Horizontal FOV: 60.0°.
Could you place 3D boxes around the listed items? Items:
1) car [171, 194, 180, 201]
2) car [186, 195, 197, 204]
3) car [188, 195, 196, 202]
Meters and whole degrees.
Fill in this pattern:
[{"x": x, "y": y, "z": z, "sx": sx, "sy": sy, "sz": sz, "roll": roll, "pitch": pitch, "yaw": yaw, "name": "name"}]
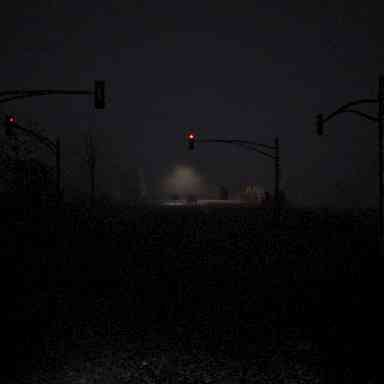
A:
[{"x": -3.565, "y": 1.195, "z": 72.195, "sx": 1.837, "sy": 1.490, "sz": 4.892, "roll": 0, "pitch": 0, "yaw": 0, "name": "car"}, {"x": -0.060, "y": 1.424, "z": 67.993, "sx": 2.097, "sy": 1.767, "sz": 4.553, "roll": 0, "pitch": 0, "yaw": 0, "name": "car"}, {"x": -0.070, "y": 1.425, "z": 78.028, "sx": 1.837, "sy": 1.490, "sz": 4.892, "roll": 0, "pitch": 0, "yaw": 0, "name": "car"}]
